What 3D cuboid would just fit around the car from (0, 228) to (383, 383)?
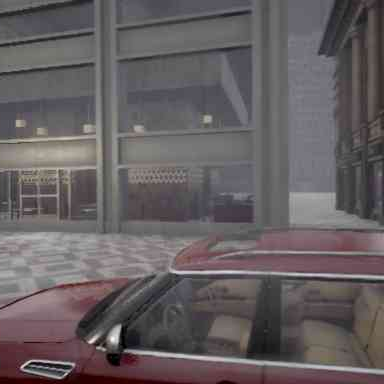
[{"bbox_3d":[0.543,1.266,2.709,5.009,1.841,2.192,0,1,14],"label":"car"}]
